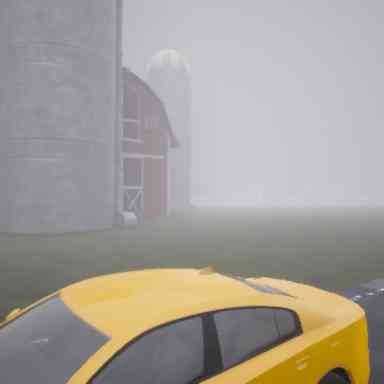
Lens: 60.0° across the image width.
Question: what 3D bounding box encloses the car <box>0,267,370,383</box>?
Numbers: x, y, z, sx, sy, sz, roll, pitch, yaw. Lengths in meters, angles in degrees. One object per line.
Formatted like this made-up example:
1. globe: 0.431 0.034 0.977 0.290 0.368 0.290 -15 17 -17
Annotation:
1. car: -0.530 1.483 2.690 5.008 1.535 1.882 0 0 -36
